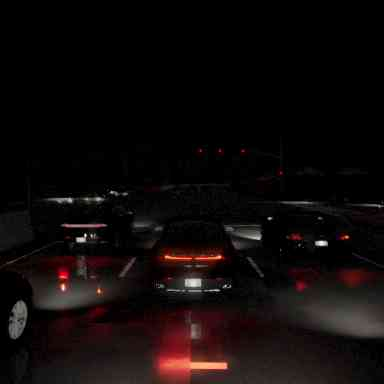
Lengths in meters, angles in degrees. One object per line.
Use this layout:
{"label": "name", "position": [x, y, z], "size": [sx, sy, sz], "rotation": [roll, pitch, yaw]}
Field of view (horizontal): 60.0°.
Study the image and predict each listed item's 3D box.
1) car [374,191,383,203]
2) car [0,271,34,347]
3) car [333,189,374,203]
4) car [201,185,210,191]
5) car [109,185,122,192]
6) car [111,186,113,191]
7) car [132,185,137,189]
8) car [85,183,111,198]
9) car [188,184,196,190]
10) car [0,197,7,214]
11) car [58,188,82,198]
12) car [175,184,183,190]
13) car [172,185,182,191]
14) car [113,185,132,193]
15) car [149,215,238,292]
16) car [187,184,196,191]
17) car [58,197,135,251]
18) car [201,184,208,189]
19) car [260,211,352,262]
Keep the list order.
{"label": "car", "position": [21.348, 0.595, 32.577], "size": [5.357, 1.411, 2.033], "rotation": [0, 2, 2]}
{"label": "car", "position": [-3.407, 1.476, 3.324], "size": [1.837, 1.490, 4.892], "rotation": [0, 1, 0]}
{"label": "car", "position": [17.944, 0.419, 36.208], "size": [4.902, 1.511, 2.128], "rotation": [0, 2, 2]}
{"label": "car", "position": [3.437, -1.092, 81.069], "size": [1.882, 1.535, 5.008], "rotation": [0, 2, 0]}
{"label": "car", "position": [-17.559, -0.850, 76.388], "size": [1.994, 1.385, 4.181], "rotation": [0, 2, 0]}
{"label": "car", "position": [-17.565, -0.532, 65.985], "size": [1.812, 1.442, 4.674], "rotation": [0, 2, 0]}
{"label": "car", "position": [-14.061, -0.896, 78.877], "size": [1.895, 1.301, 4.718], "rotation": [0, 2, 0]}
{"label": "car", "position": [-14.133, -0.287, 49.380], "size": [2.150, 2.045, 5.566], "rotation": [0, 2, 0]}
{"label": "car", "position": [-0.071, -1.373, 91.896], "size": [2.033, 1.411, 5.357], "rotation": [0, 2, 0]}
{"label": "car", "position": [-14.116, 0.910, 21.789], "size": [1.837, 1.490, 4.892], "rotation": [0, 1, 0]}
{"label": "car", "position": [-17.631, 0.134, 48.124], "size": [1.895, 1.301, 4.718], "rotation": [0, 2, 0]}
{"label": "car", "position": [-3.571, -1.359, 91.477], "size": [2.033, 1.411, 5.357], "rotation": [0, 2, 0]}
{"label": "car", "position": [-3.559, -0.818, 76.775], "size": [1.895, 1.301, 4.718], "rotation": [0, 2, 0]}
{"label": "car", "position": [-14.057, -0.630, 67.523], "size": [1.882, 1.535, 5.008], "rotation": [0, 2, 0]}
{"label": "car", "position": [0.051, 1.338, 8.512], "size": [1.837, 1.490, 4.892], "rotation": [0, 2, 1]}
{"label": "car", "position": [-0.060, -0.952, 77.957], "size": [1.837, 1.490, 4.892], "rotation": [0, 2, 0]}
{"label": "car", "position": [-3.427, 1.190, 12.711], "size": [2.128, 1.511, 4.902], "rotation": [0, 2, 0]}
{"label": "car", "position": [3.429, -1.416, 91.514], "size": [1.895, 1.301, 4.718], "rotation": [0, 2, 0]}
{"label": "car", "position": [3.564, 1.317, 11.112], "size": [1.994, 1.385, 4.181], "rotation": [0, 2, 0]}
